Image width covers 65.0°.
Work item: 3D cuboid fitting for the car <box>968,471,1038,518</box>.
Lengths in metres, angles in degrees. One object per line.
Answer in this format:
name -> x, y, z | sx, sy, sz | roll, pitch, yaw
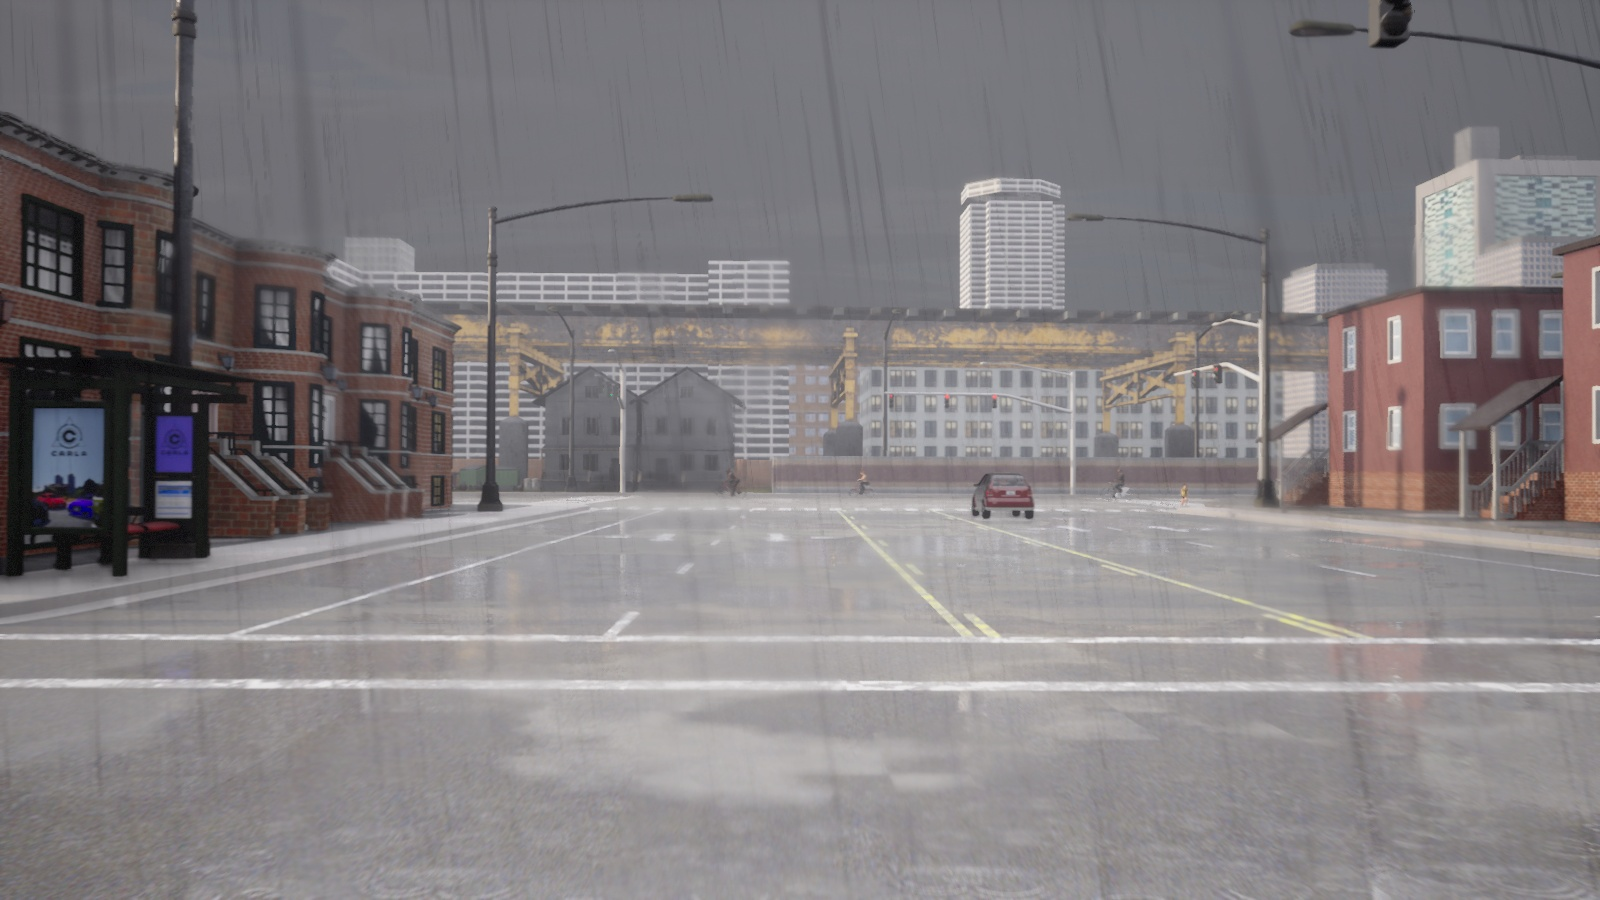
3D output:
car -> 6.895, 1.485, 42.974 | 1.789, 1.549, 3.705 | 0, -1, 0
